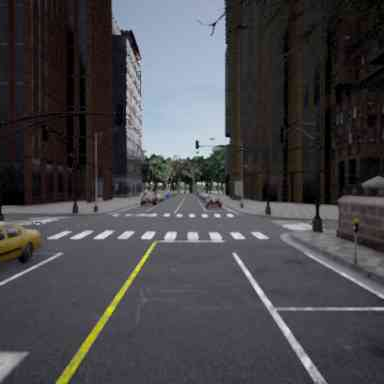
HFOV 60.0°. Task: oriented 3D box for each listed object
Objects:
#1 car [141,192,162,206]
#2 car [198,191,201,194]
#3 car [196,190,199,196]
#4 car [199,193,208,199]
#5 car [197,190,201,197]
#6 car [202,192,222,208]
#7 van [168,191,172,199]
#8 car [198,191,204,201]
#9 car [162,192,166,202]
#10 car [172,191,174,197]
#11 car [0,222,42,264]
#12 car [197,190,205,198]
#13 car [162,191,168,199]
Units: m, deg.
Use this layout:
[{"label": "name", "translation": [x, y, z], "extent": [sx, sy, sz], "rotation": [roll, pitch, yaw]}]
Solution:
[{"label": "car", "translation": [-5.928, 0.893, 46.578], "extent": [2.192, 1.841, 5.009], "rotation": [0, 1, 0]}, {"label": "car", "translation": [2.538, 0.971, 62.923], "extent": [1.887, 1.381, 4.507], "rotation": [0, 1, 0]}, {"label": "car", "translation": [2.459, 0.761, 84.841], "extent": [1.752, 1.417, 4.829], "rotation": [0, 0, 0]}, {"label": "car", "translation": [2.499, 0.855, 73.967], "extent": [1.752, 1.417, 4.829], "rotation": [0, 0, 0]}, {"label": "car", "translation": [2.519, 0.924, 68.360], "extent": [1.887, 1.381, 4.507], "rotation": [0, 1, 0]}, {"label": "car", "translation": [2.617, 1.060, 41.172], "extent": [1.967, 1.590, 4.097], "rotation": [0, 1, 0]}, {"label": "van", "translation": [-6.026, 0.679, 73.765], "extent": [1.690, 1.788, 3.998], "rotation": [0, 1, 0]}, {"label": "car", "translation": [2.558, 1.025, 57.485], "extent": [2.008, 1.369, 4.403], "rotation": [0, 1, 0]}, {"label": "car", "translation": [-5.967, 1.063, 57.455], "extent": [1.802, 1.307, 4.206], "rotation": [0, 1, 0]}, {"label": "car", "translation": [-6.046, 0.842, 79.204], "extent": [2.008, 1.369, 4.403], "rotation": [0, 0, 0]}, {"label": "car", "translation": [-5.792, 1.445, 9.004], "extent": [1.752, 1.417, 4.829], "rotation": [0, 1, 0]}, {"label": "car", "translation": [2.440, 0.506, 90.107], "extent": [2.192, 1.841, 5.009], "rotation": [0, 0, 0]}, {"label": "car", "translation": [-5.986, 0.960, 62.722], "extent": [1.752, 1.417, 4.829], "rotation": [0, 1, 0]}]
